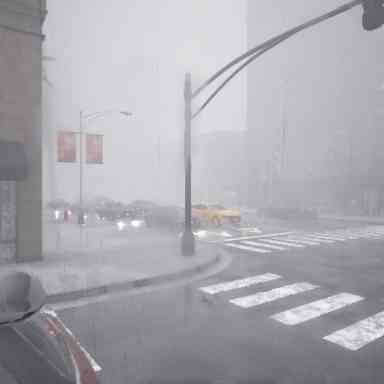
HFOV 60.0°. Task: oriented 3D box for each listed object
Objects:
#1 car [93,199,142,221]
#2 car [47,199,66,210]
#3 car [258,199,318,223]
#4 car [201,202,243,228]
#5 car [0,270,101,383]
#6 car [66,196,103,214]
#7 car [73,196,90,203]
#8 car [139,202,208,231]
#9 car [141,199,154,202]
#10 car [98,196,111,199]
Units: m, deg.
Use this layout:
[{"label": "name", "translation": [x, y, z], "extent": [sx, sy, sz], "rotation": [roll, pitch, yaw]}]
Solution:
[{"label": "car", "translation": [-6.144, 1.529, 27.242], "extent": [1.994, 1.385, 4.181], "rotation": [0, 0, -37]}, {"label": "car", "translation": [-17.054, 1.537, 42.459], "extent": [1.895, 1.301, 4.718], "rotation": [0, 0, -35]}, {"label": "car", "translation": [7.260, 1.317, 25.671], "extent": [2.097, 1.767, 4.553], "rotation": [0, 0, -36]}, {"label": "car", "translation": [1.285, 1.451, 22.504], "extent": [1.882, 1.535, 5.008], "rotation": [0, 0, -35]}, {"label": "car", "translation": [-2.590, 1.352, 1.316], "extent": [4.553, 1.767, 2.097], "rotation": [0, 0, -33]}, {"label": "car", "translation": [-11.069, 1.478, 34.108], "extent": [1.812, 1.442, 4.674], "rotation": [0, 0, -36]}, {"label": "car", "translation": [-22.041, 1.451, 66.332], "extent": [1.994, 1.385, 4.181], "rotation": [0, 0, -36]}, {"label": "car", "translation": [-1.224, 1.541, 20.424], "extent": [1.994, 1.385, 4.181], "rotation": [0, 0, -36]}, {"label": "car", "translation": [-4.264, 1.463, 30.203], "extent": [1.837, 1.490, 4.892], "rotation": [0, 0, -36]}, {"label": "car", "translation": [-10.251, 1.295, 38.529], "extent": [2.097, 1.767, 4.553], "rotation": [0, 0, -36]}]
